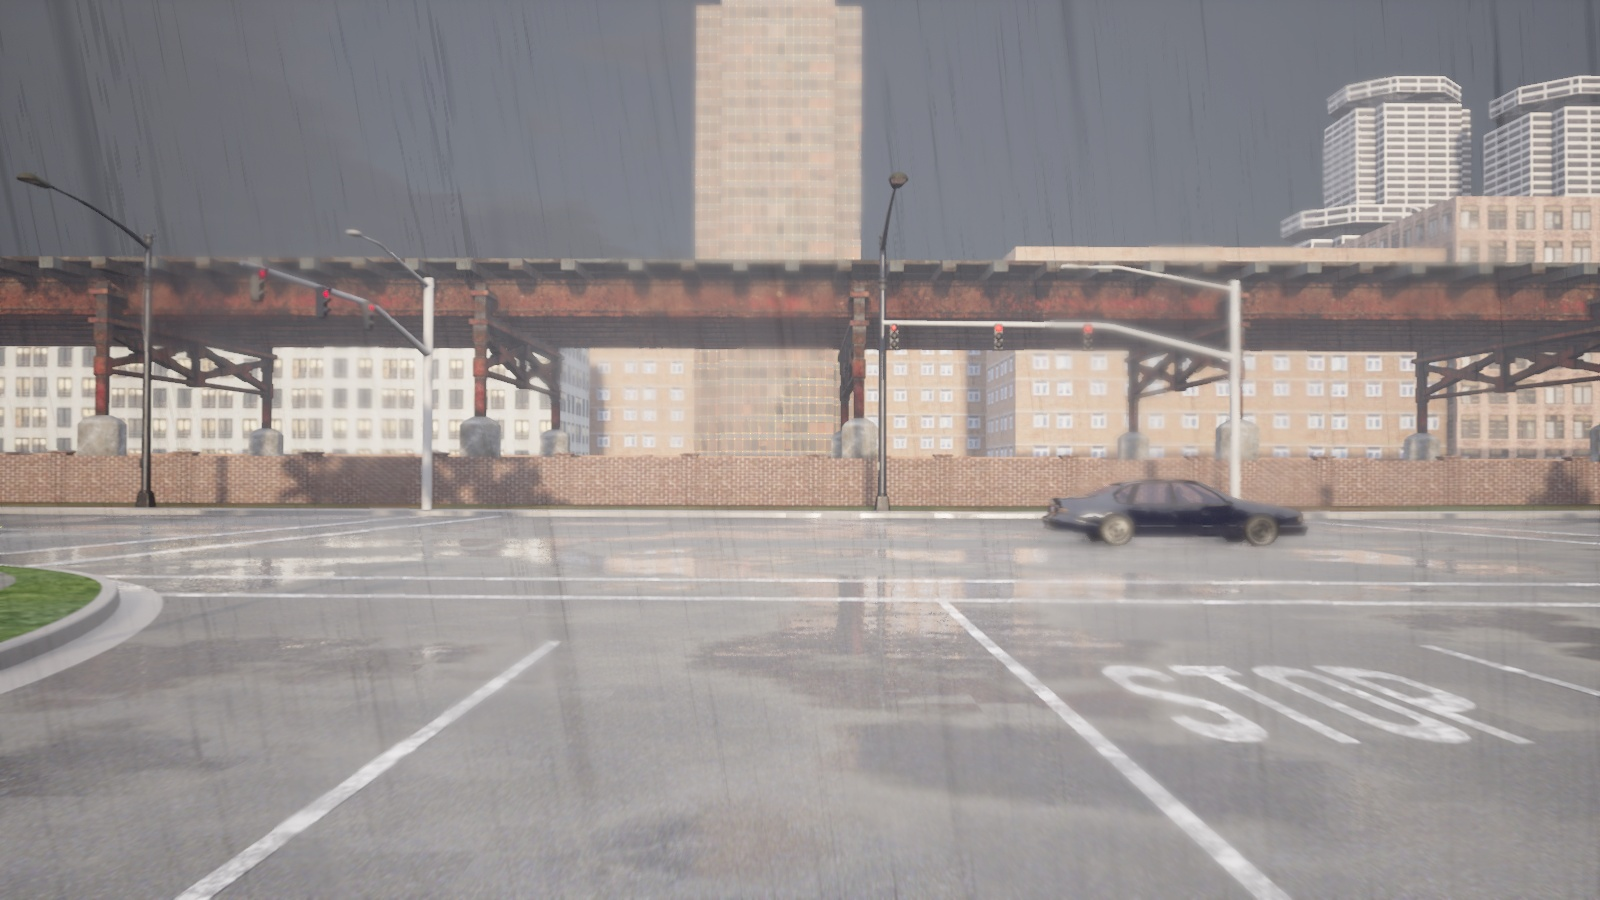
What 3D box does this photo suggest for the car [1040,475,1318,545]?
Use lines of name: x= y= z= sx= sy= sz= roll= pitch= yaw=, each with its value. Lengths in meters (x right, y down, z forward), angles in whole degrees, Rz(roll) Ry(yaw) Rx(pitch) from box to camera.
car: x=8.037 y=1.261 z=27.043 sx=5.357 sy=1.411 sz=2.033 roll=0 pitch=-1 yaw=1
